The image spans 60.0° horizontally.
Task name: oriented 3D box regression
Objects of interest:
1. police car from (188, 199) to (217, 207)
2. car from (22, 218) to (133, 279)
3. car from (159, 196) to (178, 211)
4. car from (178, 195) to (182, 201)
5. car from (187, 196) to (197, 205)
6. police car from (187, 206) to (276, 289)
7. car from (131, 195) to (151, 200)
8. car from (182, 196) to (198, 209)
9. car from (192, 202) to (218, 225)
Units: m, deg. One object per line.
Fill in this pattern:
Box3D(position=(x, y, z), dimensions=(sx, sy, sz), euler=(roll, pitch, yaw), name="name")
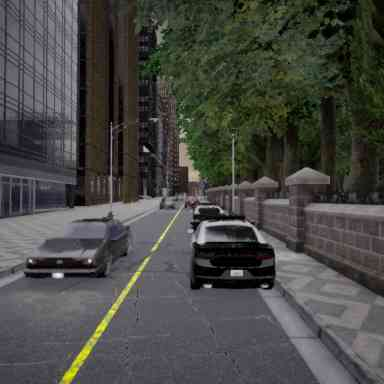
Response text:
Box3D(position=(0.906, 1.428, 19.275), dimensions=(1.930, 1.638, 5.238), euler=(0, 0, 0), name="police car")
Box3D(position=(-3.097, 1.549, 10.355), dimensions=(2.033, 1.411, 5.357), euler=(0, 0, 0), name="car")
Box3D(position=(-3.087, 1.519, 42.095), dimensions=(1.837, 1.490, 4.892), euler=(0, 0, 0), name="car")
Box3D(position=(-2.976, 1.573, 79.458), dimensions=(1.837, 1.490, 4.892), euler=(0, -1, 0), name="car")
Box3D(position=(0.018, 1.563, 61.411), dimensions=(1.812, 1.442, 4.674), euler=(0, 0, 0), name="car")
Box3D(position=(0.903, 1.427, 9.273), dimensions=(1.930, 1.638, 5.238), euler=(0, 0, 0), name="police car")
Box3D(position=(-14.611, 1.584, 93.534), dimensions=(4.403, 1.369, 2.008), euler=(0, -1, 0), name="car")
Box3D(position=(0.049, 1.371, 46.657), dimensions=(2.097, 1.767, 4.553), euler=(0, 0, 1), name="car")
Box3D(position=(0.908, 1.530, 25.167), dimensions=(1.812, 1.442, 4.674), euler=(0, 0, 0), name="car")
